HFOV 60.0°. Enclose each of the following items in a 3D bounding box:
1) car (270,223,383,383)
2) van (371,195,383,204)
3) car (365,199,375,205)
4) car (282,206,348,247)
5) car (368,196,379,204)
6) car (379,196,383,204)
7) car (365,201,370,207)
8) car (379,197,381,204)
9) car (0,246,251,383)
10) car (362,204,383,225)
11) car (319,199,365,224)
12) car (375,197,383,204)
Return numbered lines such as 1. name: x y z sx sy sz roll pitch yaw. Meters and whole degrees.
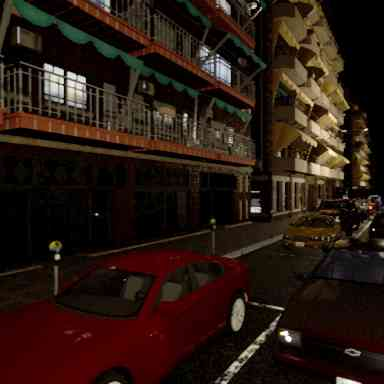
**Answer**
1. car: 3.019 1.547 5.566 2.033 1.411 5.357 0 0 32
2. van: 25.606 1.362 46.775 1.690 1.788 3.998 0 0 32
3. car: 13.925 1.554 28.006 2.008 1.369 4.403 0 0 32
4. car: 5.073 1.524 13.786 1.752 1.417 4.829 0 0 32
5. car: 16.845 1.447 32.697 1.967 1.590 4.097 0 0 32
6. car: 22.687 1.560 42.081 1.887 1.381 4.507 0 0 32
7. car: 11.005 1.552 23.314 2.008 1.369 4.403 0 0 32
8. car: 19.766 1.576 37.389 1.947 1.339 4.313 0 0 32
9. car: -0.678 1.543 4.546 1.887 1.381 4.507 0 0 32
10. car: 9.905 1.548 16.445 2.033 1.411 5.357 0 0 32
11. car: 8.082 1.315 18.623 2.192 1.841 5.009 0 0 32
12. car: 37.289 1.614 65.540 1.947 1.339 4.313 0 0 32
